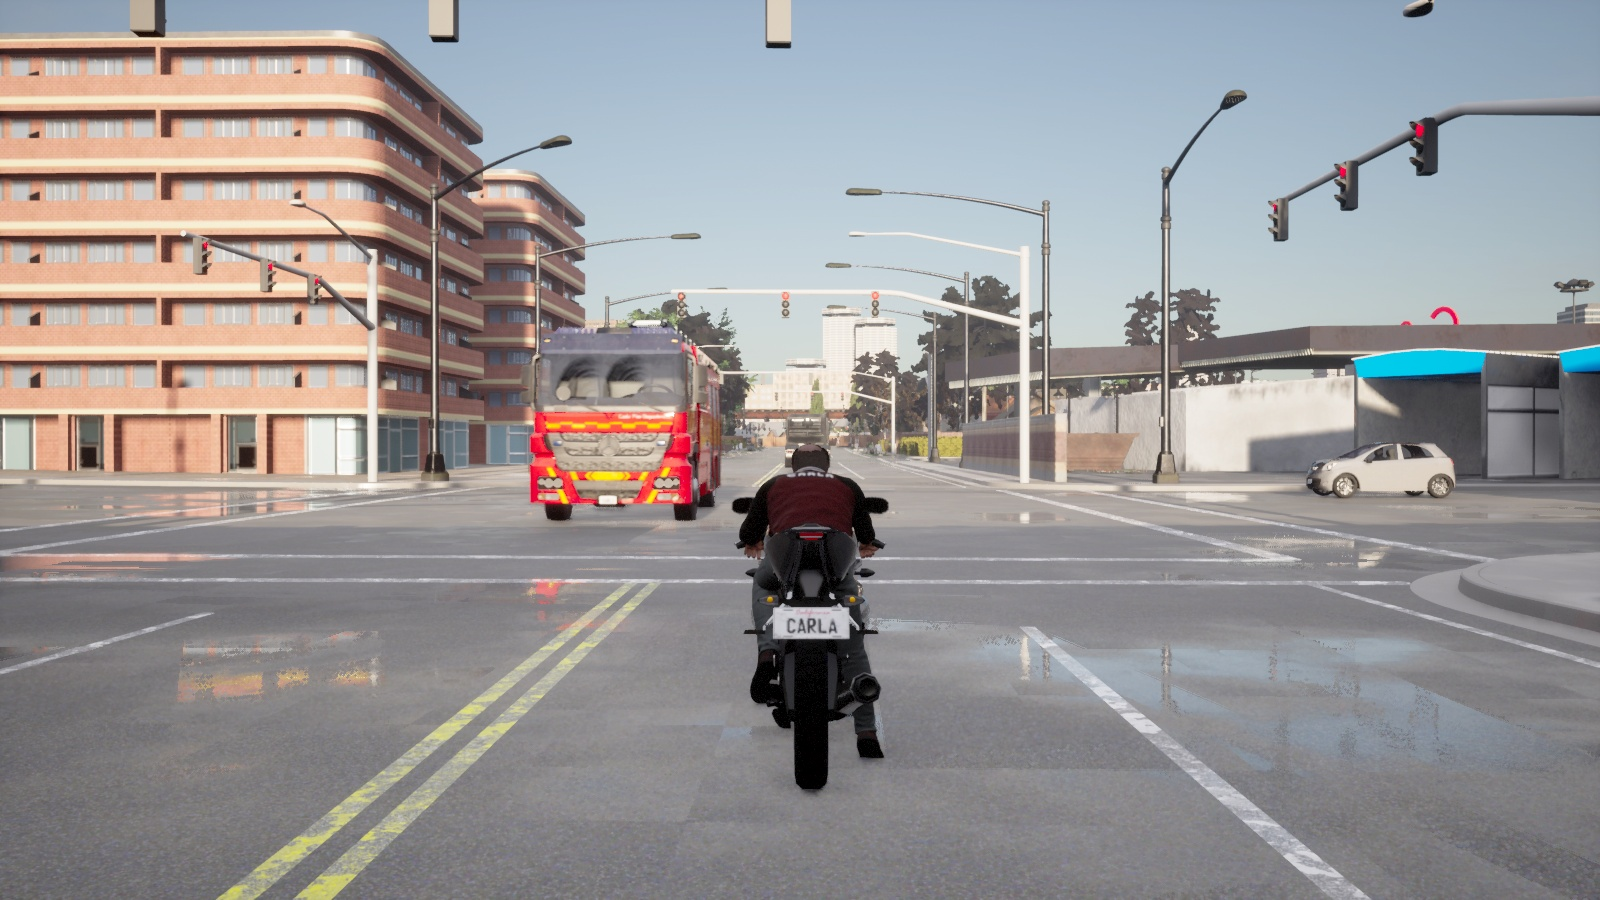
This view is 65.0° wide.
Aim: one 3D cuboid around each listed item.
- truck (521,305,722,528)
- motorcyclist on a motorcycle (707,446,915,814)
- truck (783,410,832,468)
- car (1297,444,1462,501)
[{"bbox_3d":[-3.334,-0.600,25.849,2.891,3.827,8.468,0,0,0],"label":"truck"},{"bbox_3d":[0.052,0.746,6.329,0.866,1.530,2.191,0,0,0],"label":"motorcyclist on a motorcycle"},{"bbox_3d":[0.466,-0.678,78.471,2.891,3.462,7.936,0,0,0],"label":"truck"},{"bbox_3d":[15.650,0.581,34.043,3.633,1.501,1.845,0,0,1],"label":"car"}]
